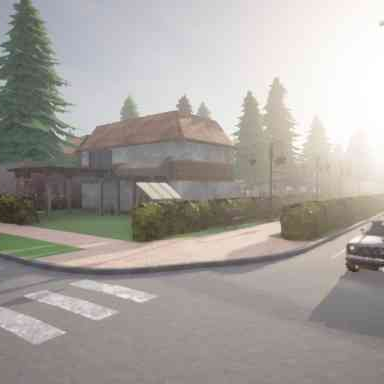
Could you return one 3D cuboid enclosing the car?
[{"bbox_3d":[5.779,1.434,9.312,1.895,1.301,4.718,1,1,38],"label":"car"}]
